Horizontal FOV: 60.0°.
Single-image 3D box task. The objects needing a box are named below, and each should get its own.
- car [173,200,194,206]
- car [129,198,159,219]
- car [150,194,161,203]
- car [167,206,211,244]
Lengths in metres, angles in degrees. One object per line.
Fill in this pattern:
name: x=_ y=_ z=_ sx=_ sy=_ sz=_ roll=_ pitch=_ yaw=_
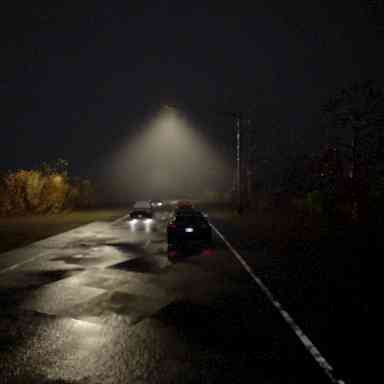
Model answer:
car: x=-0.802 y=1.547 z=32.254 sx=1.812 sy=1.442 sz=4.674 roll=0 pitch=0 yaw=-3
car: x=-4.370 y=1.570 z=29.792 sx=2.033 sy=1.411 sz=5.357 roll=0 pitch=0 yaw=-3
car: x=-7.662 y=1.680 z=71.657 sx=1.895 sy=1.301 sz=4.718 roll=0 pitch=0 yaw=-6
car: x=-0.165 y=1.572 z=16.006 sx=1.994 sy=1.385 sz=4.181 roll=0 pitch=0 yaw=-1
